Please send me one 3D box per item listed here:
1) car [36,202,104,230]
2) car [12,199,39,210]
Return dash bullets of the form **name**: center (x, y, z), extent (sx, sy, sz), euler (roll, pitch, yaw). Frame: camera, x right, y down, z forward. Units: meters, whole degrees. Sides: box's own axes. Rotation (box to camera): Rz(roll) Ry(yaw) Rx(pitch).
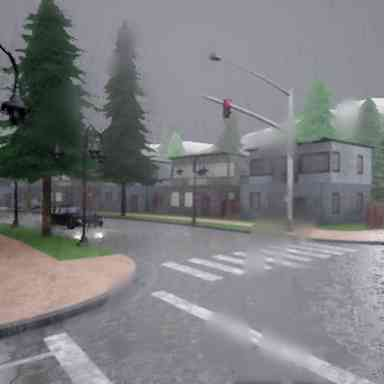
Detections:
- **car**: center (-7.874, 1.579, 21.656), extent (5.357, 1.411, 2.033), euler (0, 0, 44)
- **car**: center (-19.398, 1.499, 40.125), extent (4.718, 1.301, 1.895), euler (0, -2, 29)
